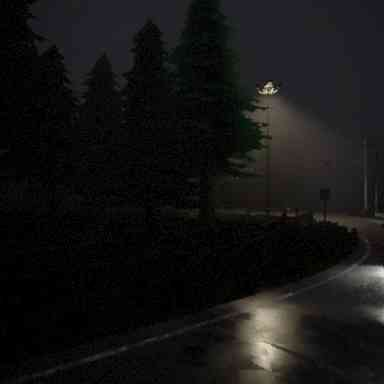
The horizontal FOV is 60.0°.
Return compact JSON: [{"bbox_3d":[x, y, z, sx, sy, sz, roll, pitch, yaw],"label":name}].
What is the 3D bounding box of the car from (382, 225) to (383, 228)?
[{"bbox_3d":[7.997,1.588,12.005,1.812,1.442,4.674,1,0,29],"label":"car"}]
